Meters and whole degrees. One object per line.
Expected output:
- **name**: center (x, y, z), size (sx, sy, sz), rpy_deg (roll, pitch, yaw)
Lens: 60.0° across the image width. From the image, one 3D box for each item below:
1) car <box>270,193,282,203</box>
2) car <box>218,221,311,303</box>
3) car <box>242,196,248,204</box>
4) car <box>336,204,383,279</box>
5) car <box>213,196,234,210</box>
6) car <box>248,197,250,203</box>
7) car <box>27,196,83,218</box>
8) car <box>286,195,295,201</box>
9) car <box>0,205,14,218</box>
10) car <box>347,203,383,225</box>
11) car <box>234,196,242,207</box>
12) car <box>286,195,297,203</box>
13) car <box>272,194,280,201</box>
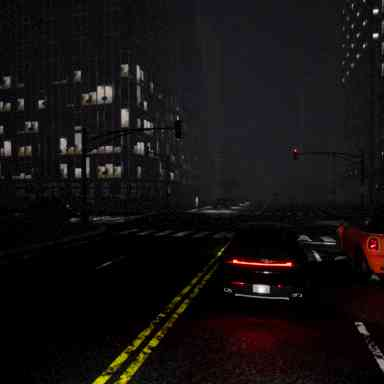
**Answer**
- **car**: center (17.758, 1.159, 70.273), size (2.150, 2.045, 5.566), rpy_deg (0, 0, 14)
- **car**: center (1.855, 1.501, 8.355), size (1.837, 1.490, 4.892), rpy_deg (0, 0, 14)
- **car**: center (8.552, 1.483, 60.847), size (1.812, 1.442, 4.674), rpy_deg (0, 0, 15)
- **car**: center (5.725, 1.347, 9.958), size (2.097, 1.767, 4.553), rpy_deg (0, 0, 14)
- **car**: center (3.912, 1.502, 42.875), size (1.812, 1.442, 4.674), rpy_deg (0, 0, 14)
- **car**: center (11.105, 1.498, 70.504), size (1.994, 1.385, 4.181), rpy_deg (0, 0, 14)
- **car**: center (-11.761, 1.216, 28.657), size (4.553, 1.767, 2.097), rpy_deg (1, 1, 15)
- **car**: center (23.490, 1.467, 79.524), size (2.033, 1.411, 5.357), rpy_deg (0, 0, 14)
- **car**: center (-16.764, 1.434, 27.217), size (4.313, 1.339, 1.947), rpy_deg (1, 1, 16)
- **car**: center (14.133, 1.576, 24.417), size (4.674, 1.442, 1.812), rpy_deg (0, 1, 8)
- **car**: center (6.216, 1.472, 51.853), size (1.837, 1.490, 4.892), rpy_deg (0, 0, 14)
- **car**: center (20.926, 1.465, 69.523), size (2.128, 1.511, 4.902), rpy_deg (0, 0, 14)
- **car**: center (20.342, 1.238, 80.334), size (1.882, 1.535, 5.008), rpy_deg (0, 0, 14)
